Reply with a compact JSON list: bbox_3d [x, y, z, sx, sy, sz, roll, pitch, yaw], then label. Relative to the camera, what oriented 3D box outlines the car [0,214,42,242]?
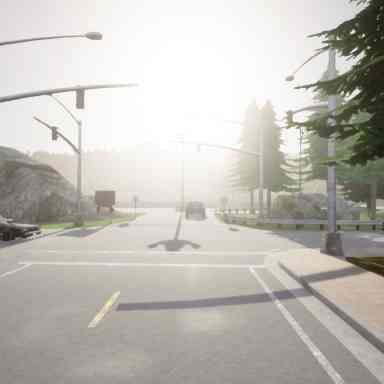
[{"bbox_3d":[-11.008,1.848,17.724,5.357,1.411,2.033,0,-1,1],"label":"car"}]

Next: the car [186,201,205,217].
[{"bbox_3d":[0.369,1.751,37.021,2.097,1.767,4.553,0,0,0],"label":"car"}]

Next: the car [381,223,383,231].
[{"bbox_3d":[15.025,2.060,21.076,5.357,1.411,2.033,0,-1,-2],"label":"car"}]
